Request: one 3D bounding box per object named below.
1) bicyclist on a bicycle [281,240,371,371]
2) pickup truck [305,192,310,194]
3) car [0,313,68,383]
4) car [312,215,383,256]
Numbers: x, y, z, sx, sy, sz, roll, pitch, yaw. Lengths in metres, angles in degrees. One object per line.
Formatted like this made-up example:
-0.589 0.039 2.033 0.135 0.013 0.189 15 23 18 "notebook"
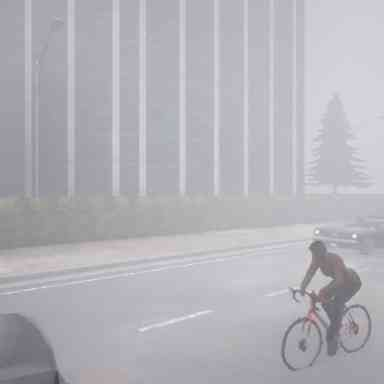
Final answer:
1.816 1.452 4.425 1.656 1.620 0.582 -2 1 -26 "bicyclist on a bicycle"
25.298 1.059 75.759 2.390 2.098 6.274 0 0 -6 "pickup truck"
-3.378 1.546 1.538 5.357 1.411 2.033 0 0 -36 "car"
6.915 1.601 13.283 4.718 1.301 1.895 0 0 -36 "car"
